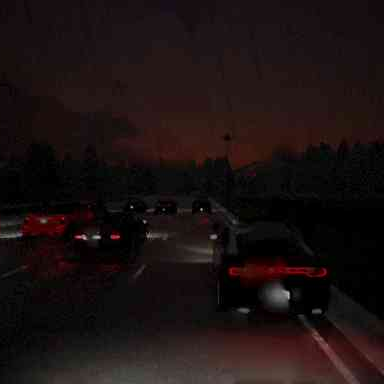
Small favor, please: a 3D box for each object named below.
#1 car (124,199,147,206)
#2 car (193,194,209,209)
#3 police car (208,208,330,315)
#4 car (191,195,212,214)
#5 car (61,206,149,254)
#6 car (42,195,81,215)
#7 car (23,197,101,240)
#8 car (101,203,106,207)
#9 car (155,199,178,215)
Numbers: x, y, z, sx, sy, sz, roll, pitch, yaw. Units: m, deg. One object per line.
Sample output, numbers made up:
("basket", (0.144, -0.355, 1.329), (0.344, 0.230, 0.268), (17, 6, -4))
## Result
("car", (-5.935, 1.459, 35.033), (1.994, 1.385, 4.181), (0, 0, 2))
("car", (1.238, 1.220, 44.776), (2.097, 1.767, 4.553), (0, 0, 2))
("police car", (1.475, 1.402, 7.789), (1.930, 1.638, 5.238), (0, 0, 2))
("car", (1.006, 1.405, 34.388), (1.837, 1.490, 4.892), (0, 1, 2))
("car", (-3.007, 1.507, 13.257), (2.033, 1.411, 5.357), (0, 0, 2))
("car", (-12.973, 1.254, 33.506), (2.097, 1.767, 4.553), (0, 0, 1))
("car", (-6.419, 1.302, 16.651), (2.097, 1.767, 4.553), (0, 0, 1))
("car", (-9.532, 1.432, 31.402), (1.812, 1.442, 4.674), (0, 0, 1))
("car", (-2.492, 1.393, 32.843), (2.128, 1.511, 4.902), (0, 0, 2))
